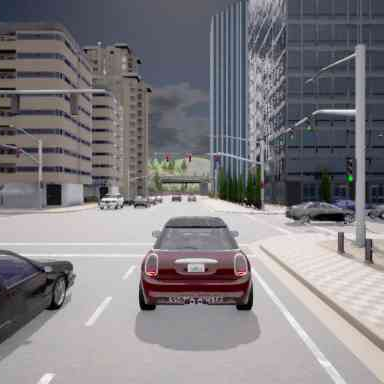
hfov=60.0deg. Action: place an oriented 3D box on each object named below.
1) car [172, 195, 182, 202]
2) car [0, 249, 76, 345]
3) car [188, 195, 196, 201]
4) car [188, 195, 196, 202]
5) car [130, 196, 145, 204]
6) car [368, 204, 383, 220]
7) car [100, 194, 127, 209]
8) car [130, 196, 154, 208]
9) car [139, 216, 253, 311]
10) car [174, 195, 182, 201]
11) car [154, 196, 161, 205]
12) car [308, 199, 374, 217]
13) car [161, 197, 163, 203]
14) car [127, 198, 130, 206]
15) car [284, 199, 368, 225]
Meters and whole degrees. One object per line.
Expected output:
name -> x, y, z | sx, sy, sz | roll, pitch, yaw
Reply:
car -> -3.520, 1.470, 74.700 | 1.882, 1.535, 5.008 | 0, 0, 0
car -> -3.435, 1.547, 4.747 | 2.033, 1.411, 5.357 | 0, 0, 0
car -> -0.022, 1.493, 84.311 | 1.812, 1.442, 4.674 | 0, 0, 0
car -> -0.020, 1.547, 75.818 | 1.994, 1.385, 4.181 | 0, 0, 0
car -> -10.556, 1.491, 64.582 | 2.128, 1.511, 4.902 | 0, 0, 1
car -> 16.273, 1.436, 26.324 | 4.902, 1.511, 2.128 | 0, 0, 0
car -> -10.611, 1.222, 44.436 | 2.150, 2.045, 5.566 | 0, 0, 0
car -> -7.111, 1.547, 47.951 | 2.033, 1.411, 5.357 | 0, 0, 0
car -> 0.081, 1.352, 7.946 | 2.097, 1.767, 4.553 | 0, 0, 0
car -> -3.522, 1.509, 84.311 | 2.033, 1.411, 5.357 | 0, 0, 0
car -> -7.096, 1.491, 57.464 | 2.128, 1.511, 4.902 | 0, 0, 0
car -> 13.286, 1.422, 29.846 | 5.008, 1.535, 1.882 | 0, 0, 1
car -> -7.030, 1.491, 67.712 | 2.128, 1.511, 4.902 | 0, 0, 0
car -> -10.606, 1.601, 54.205 | 1.895, 1.301, 4.718 | 0, 0, 0
car -> 8.824, 1.436, 22.661 | 4.902, 1.511, 2.128 | 0, 0, 0
